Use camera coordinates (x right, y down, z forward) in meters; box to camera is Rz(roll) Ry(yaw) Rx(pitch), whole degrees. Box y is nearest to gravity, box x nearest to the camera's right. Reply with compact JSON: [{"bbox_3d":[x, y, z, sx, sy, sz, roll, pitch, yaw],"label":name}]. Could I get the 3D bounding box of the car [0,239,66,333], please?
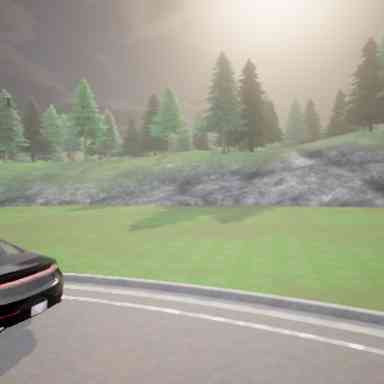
[{"bbox_3d":[-4.472,1.428,5.342,4.902,1.511,2.128,0,1,16],"label":"car"}]
